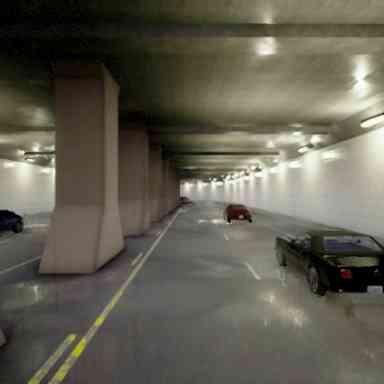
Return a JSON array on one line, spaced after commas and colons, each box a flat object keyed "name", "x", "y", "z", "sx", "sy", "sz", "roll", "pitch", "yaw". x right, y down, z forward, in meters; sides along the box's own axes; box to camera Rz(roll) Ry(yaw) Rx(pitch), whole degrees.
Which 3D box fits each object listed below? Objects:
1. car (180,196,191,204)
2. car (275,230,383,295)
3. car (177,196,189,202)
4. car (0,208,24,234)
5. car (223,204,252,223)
[{"name": "car", "x": -1.317, "y": 1.875, "z": 76.034, "sx": 1.812, "sy": 1.442, "sz": 4.674, "roll": 0, "pitch": 0, "yaw": -3}, {"name": "car", "x": 3.601, "y": 1.642, "z": 8.753, "sx": 1.895, "sy": 1.301, "sz": 4.718, "roll": 0, "pitch": 0, "yaw": 0}, {"name": "car", "x": -2.472, "y": 1.886, "z": 93.038, "sx": 2.128, "sy": 1.511, "sz": 4.902, "roll": 0, "pitch": 0, "yaw": -16}, {"name": "car", "x": -10.597, "y": 1.605, "z": 17.406, "sx": 1.812, "sy": 1.442, "sz": 4.674, "roll": 0, "pitch": 0, "yaw": 0}, {"name": "car", "x": 3.590, "y": 1.648, "z": 26.534, "sx": 1.812, "sy": 1.442, "sz": 4.674, "roll": 0, "pitch": 0, "yaw": 0}]
